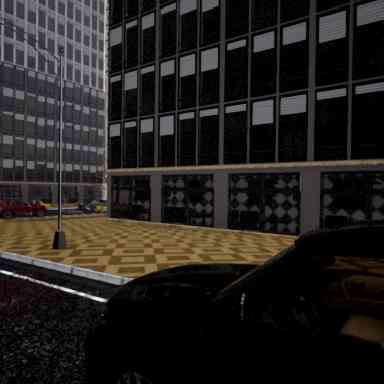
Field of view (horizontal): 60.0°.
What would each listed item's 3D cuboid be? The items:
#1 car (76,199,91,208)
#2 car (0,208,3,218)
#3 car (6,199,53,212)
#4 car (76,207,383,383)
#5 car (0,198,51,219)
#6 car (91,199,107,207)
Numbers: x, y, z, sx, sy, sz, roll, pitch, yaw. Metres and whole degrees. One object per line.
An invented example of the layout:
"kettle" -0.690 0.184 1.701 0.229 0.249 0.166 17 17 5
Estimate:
"car" -13.265 1.726 44.759 1.837 1.490 4.892 1 0 37
"car" -7.360 1.347 8.958 4.553 1.767 2.097 0 0 36
"car" -19.678 1.640 40.484 1.752 1.417 4.829 1 0 37
"car" 1.612 1.221 2.535 5.566 2.045 2.150 0 0 35
"car" -16.206 1.517 31.099 2.192 1.841 5.009 1 0 37
"car" -9.383 1.828 40.292 1.752 1.417 4.829 1 0 37
